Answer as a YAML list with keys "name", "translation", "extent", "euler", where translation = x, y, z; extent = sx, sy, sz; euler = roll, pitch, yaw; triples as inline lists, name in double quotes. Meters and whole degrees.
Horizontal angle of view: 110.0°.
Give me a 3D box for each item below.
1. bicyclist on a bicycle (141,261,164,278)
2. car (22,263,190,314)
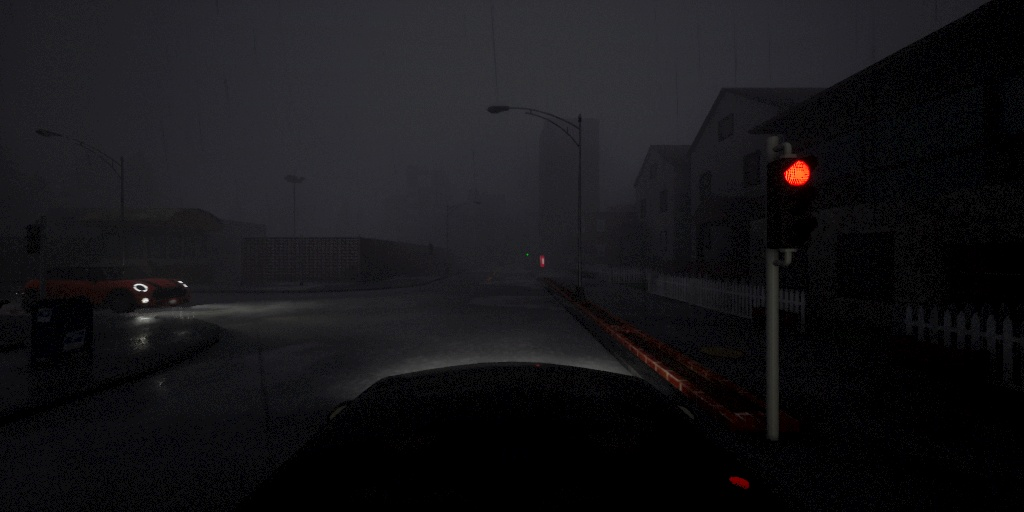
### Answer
- name: "bicyclist on a bicycle"
  translation: [-21.736, 1.099, 21.663]
  extent: [0.582, 1.620, 1.656]
  euler: [0, 0, 0]
- name: "car"
  translation: [-14.769, 1.102, 13.254]
  extent: [4.553, 1.767, 2.097]
  euler: [0, 0, 0]
